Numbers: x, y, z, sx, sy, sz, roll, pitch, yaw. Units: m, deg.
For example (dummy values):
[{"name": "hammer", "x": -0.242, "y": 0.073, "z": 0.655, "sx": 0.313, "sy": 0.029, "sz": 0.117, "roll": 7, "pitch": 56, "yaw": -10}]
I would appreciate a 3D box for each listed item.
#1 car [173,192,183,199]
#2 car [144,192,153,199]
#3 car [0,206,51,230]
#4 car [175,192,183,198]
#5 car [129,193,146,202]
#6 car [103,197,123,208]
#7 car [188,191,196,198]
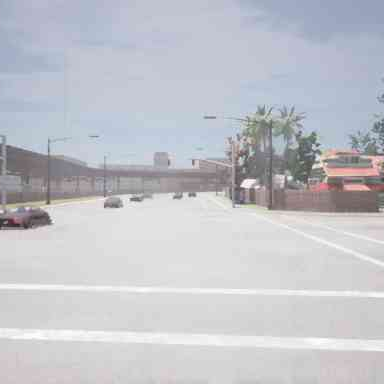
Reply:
[{"name": "car", "x": -3.430, "y": 0.963, "z": 76.841, "sx": 1.895, "sy": 1.301, "sz": 4.718, "roll": 0, "pitch": 1, "yaw": 0}, {"name": "car", "x": -10.429, "y": 0.700, "z": 77.650, "sx": 2.097, "sy": 1.767, "sz": 4.553, "roll": 0, "pitch": 1, "yaw": 0}, {"name": "car", "x": -10.582, "y": 1.558, "z": 20.902, "sx": 1.994, "sy": 1.385, "sz": 4.181, "roll": 0, "pitch": 0, "yaw": 0}, {"name": "car", "x": -3.421, "y": 0.709, "z": 87.159, "sx": 1.994, "sy": 1.385, "sz": 4.181, "roll": 0, "pitch": 1, "yaw": 0}, {"name": "car", "x": -10.500, "y": 1.242, "z": 62.710, "sx": 1.895, "sy": 1.301, "sz": 4.718, "roll": 0, "pitch": 1, "yaw": 0}, {"name": "car", "x": -10.558, "y": 1.404, "z": 44.798, "sx": 1.812, "sy": 1.442, "sz": 4.674, "roll": 0, "pitch": 1, "yaw": -1}, {"name": "car", "x": 0.079, "y": 0.519, "z": 86.797, "sx": 2.097, "sy": 1.767, "sz": 4.553, "roll": 0, "pitch": 1, "yaw": 0}]
